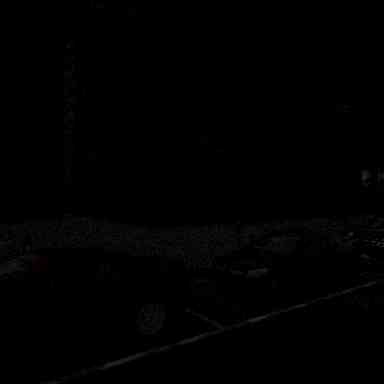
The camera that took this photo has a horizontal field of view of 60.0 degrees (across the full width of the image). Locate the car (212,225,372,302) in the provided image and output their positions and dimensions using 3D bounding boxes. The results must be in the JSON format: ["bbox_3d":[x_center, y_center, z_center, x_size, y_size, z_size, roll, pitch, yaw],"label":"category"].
[{"bbox_3d":[2.445,1.612,8.275,4.206,1.307,1.802,0,0,-35],"label":"car"}]

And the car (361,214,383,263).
[{"bbox_3d":[7.037,1.495,11.550,4.097,1.590,1.967,0,0,-35],"label":"car"}]

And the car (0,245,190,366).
[{"bbox_3d":[-2.146,1.550,5.001,4.507,1.381,1.887,0,0,-35],"label":"car"}]
